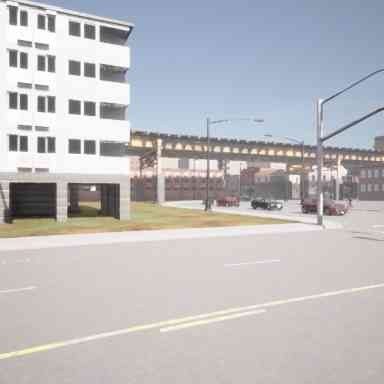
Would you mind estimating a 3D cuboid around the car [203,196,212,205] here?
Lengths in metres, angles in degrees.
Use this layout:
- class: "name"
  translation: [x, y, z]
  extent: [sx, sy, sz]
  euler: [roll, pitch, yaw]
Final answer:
- class: "car"
  translation: [2.916, 1.504, 59.906]
  extent: [1.837, 1.490, 4.892]
  euler: [0, 0, -1]

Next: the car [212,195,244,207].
- class: "car"
  translation: [5.367, 1.478, 50.095]
  extent: [1.882, 1.535, 5.008]
  euler: [0, 0, -22]

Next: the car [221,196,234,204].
- class: "car"
  translation: [7.038, 1.492, 65.603]
  extent: [2.128, 1.511, 4.902]
  euler: [0, 0, 11]

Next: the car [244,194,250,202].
- class: "car"
  translation: [11.879, 1.525, 75.701]
  extent: [2.128, 1.511, 4.902]
  euler: [0, 0, 41]

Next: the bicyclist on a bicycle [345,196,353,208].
- class: "bicyclist on a bicycle"
  translation: [20.436, 1.303, 43.310]
  extent: [1.656, 1.620, 0.582]
  euler: [0, 0, -25]

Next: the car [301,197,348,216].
- class: "car"
  translation: [13.110, 1.352, 33.080]
  extent: [2.097, 1.767, 4.553]
  euler: [0, 0, -25]

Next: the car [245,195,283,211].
- class: "car"
  translation: [9.244, 1.491, 41.354]
  extent: [2.128, 1.511, 4.902]
  euler: [0, 0, -25]
